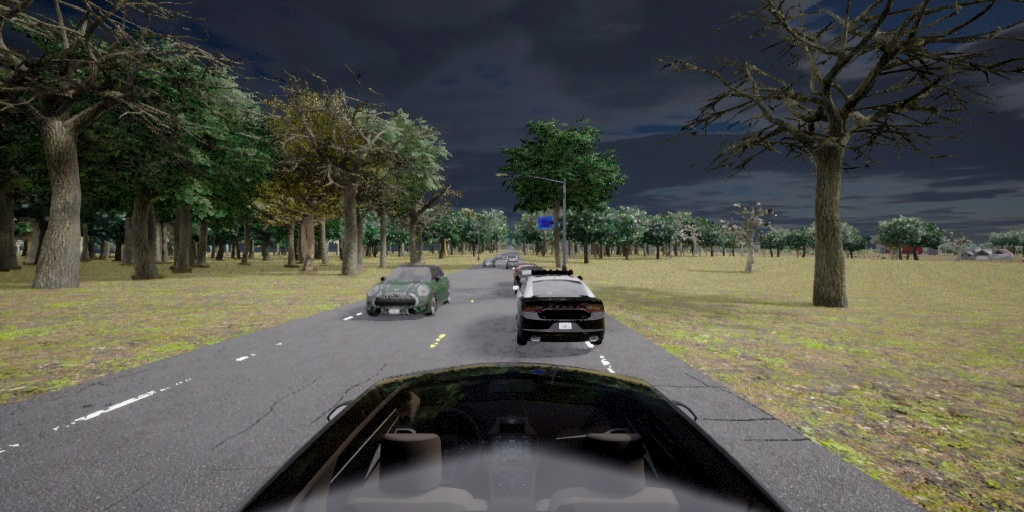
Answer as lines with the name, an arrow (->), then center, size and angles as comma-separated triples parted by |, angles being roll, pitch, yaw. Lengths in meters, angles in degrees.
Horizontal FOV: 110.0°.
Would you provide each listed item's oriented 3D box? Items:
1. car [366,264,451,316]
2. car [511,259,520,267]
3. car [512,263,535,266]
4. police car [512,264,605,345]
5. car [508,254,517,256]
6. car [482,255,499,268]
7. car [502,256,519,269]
car -> -3.594, 1.100, 13.202 | 2.097, 1.767, 4.553 | 0, 0, 0
car -> 1.058, 1.221, 25.540 | 1.882, 1.535, 5.008 | 0, 0, 0
car -> 1.056, 1.274, 19.542 | 1.812, 1.442, 4.674 | 0, 0, 0
police car -> 1.052, 1.175, 9.652 | 1.930, 1.638, 5.238 | 0, 0, 0
car -> 0.024, 0.721, 65.081 | 2.150, 2.045, 5.566 | 0, 1, 0
car -> -3.571, 1.083, 55.899 | 2.128, 1.511, 4.902 | 0, 0, 0
car -> 0.086, 1.106, 52.447 | 2.128, 1.511, 4.902 | 0, 0, 0
